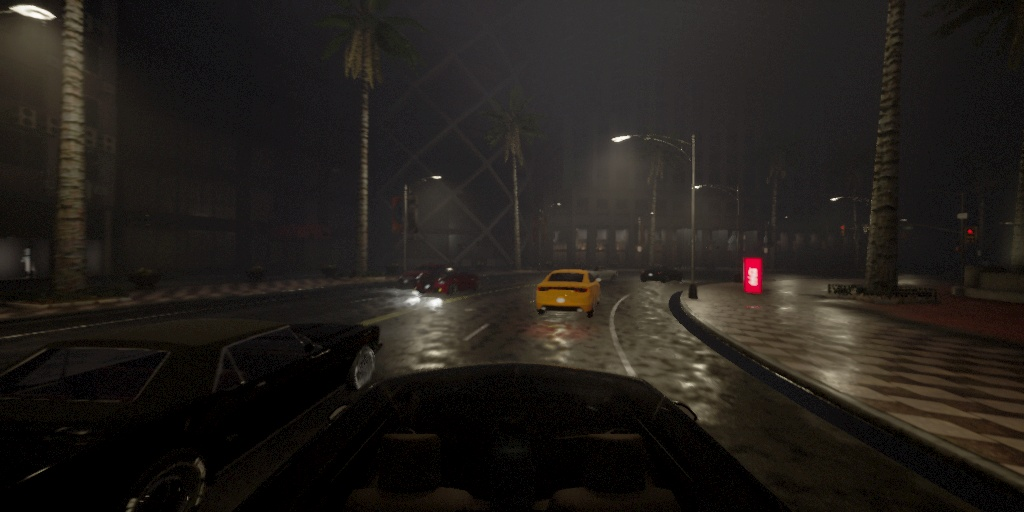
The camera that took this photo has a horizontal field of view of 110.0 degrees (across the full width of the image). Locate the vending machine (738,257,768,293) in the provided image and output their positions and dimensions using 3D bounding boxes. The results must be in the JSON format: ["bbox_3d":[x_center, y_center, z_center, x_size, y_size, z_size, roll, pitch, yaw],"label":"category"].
[{"bbox_3d":[13.160,1.052,19.578,1.100,2.100,0.880,0,0,36],"label":"vending machine"}]

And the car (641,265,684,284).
[{"bbox_3d":[12.062,1.408,28.675,4.181,1.385,1.994,0,0,-42],"label":"car"}]

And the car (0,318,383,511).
[{"bbox_3d":[-3.138,1.324,3.810,1.895,1.301,4.718,0,0,3],"label":"car"}]

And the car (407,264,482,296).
[{"bbox_3d":[-3.265,1.282,19.016,1.994,1.385,4.181,0,0,24],"label":"car"}]

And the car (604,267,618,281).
[{"bbox_3d":[6.550,1.399,28.279,1.895,1.301,4.718,0,0,41],"label":"car"}]

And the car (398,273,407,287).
[{"bbox_3d":[-5.202,1.226,23.189,1.812,1.442,4.674,0,0,27],"label":"car"}]

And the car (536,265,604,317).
[{"bbox_3d":[2.275,1.244,13.614,1.882,1.535,5.008,0,0,17],"label":"car"}]
